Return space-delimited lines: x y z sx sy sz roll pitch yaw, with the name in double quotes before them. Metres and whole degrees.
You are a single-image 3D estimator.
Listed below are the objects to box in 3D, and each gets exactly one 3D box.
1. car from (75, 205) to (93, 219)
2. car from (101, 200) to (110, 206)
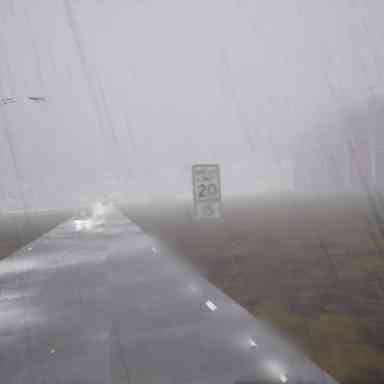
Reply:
"car" -13.091 2.409 40.569 2.128 1.511 4.902 -4 0 -15
"car" -21.563 2.723 82.567 1.837 1.490 4.892 -4 0 -15
